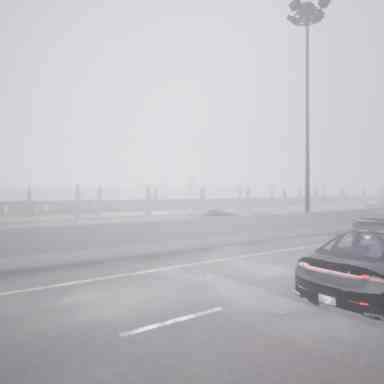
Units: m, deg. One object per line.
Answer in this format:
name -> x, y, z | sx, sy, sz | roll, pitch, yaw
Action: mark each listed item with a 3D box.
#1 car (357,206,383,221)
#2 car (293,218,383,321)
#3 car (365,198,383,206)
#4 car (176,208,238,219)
car -> 8.773, 1.506, 14.300 | 4.892, 1.490, 1.837 | 0, 0, -35
car -> 4.115, 1.492, 6.681 | 4.902, 1.511, 2.128 | 0, 0, -35
car -> 24.063, 1.480, 42.561 | 5.008, 1.535, 1.882 | 0, 0, -35
car -> 0.796, 1.565, 17.451 | 4.181, 1.385, 1.994 | 0, 0, -35
